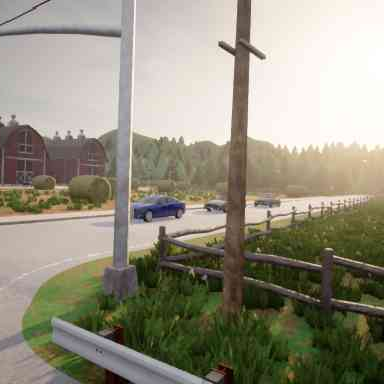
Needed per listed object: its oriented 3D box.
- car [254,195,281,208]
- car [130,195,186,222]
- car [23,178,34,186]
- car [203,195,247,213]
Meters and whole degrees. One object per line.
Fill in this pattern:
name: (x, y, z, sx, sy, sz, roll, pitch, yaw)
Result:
car: (8.616, 1.001, 37.795, 1.994, 1.385, 4.181, 3, 2, 33)
car: (-2.350, 0.947, 21.185, 1.882, 1.535, 5.008, 3, 2, 33)
car: (-38.863, -2.310, 79.368, 1.905, 1.878, 3.866, 8, 2, -13)
car: (3.095, 1.000, 29.443, 2.033, 1.411, 5.357, 3, 2, 33)
